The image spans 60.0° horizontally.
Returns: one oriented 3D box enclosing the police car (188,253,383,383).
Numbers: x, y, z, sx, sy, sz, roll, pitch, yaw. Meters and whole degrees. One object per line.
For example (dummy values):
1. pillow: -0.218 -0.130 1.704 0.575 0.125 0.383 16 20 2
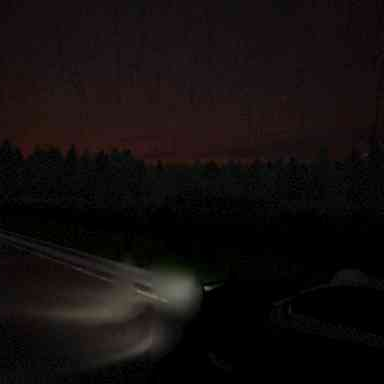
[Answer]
1. police car: 2.081 1.551 3.839 1.930 1.638 5.238 2 -2 -44
